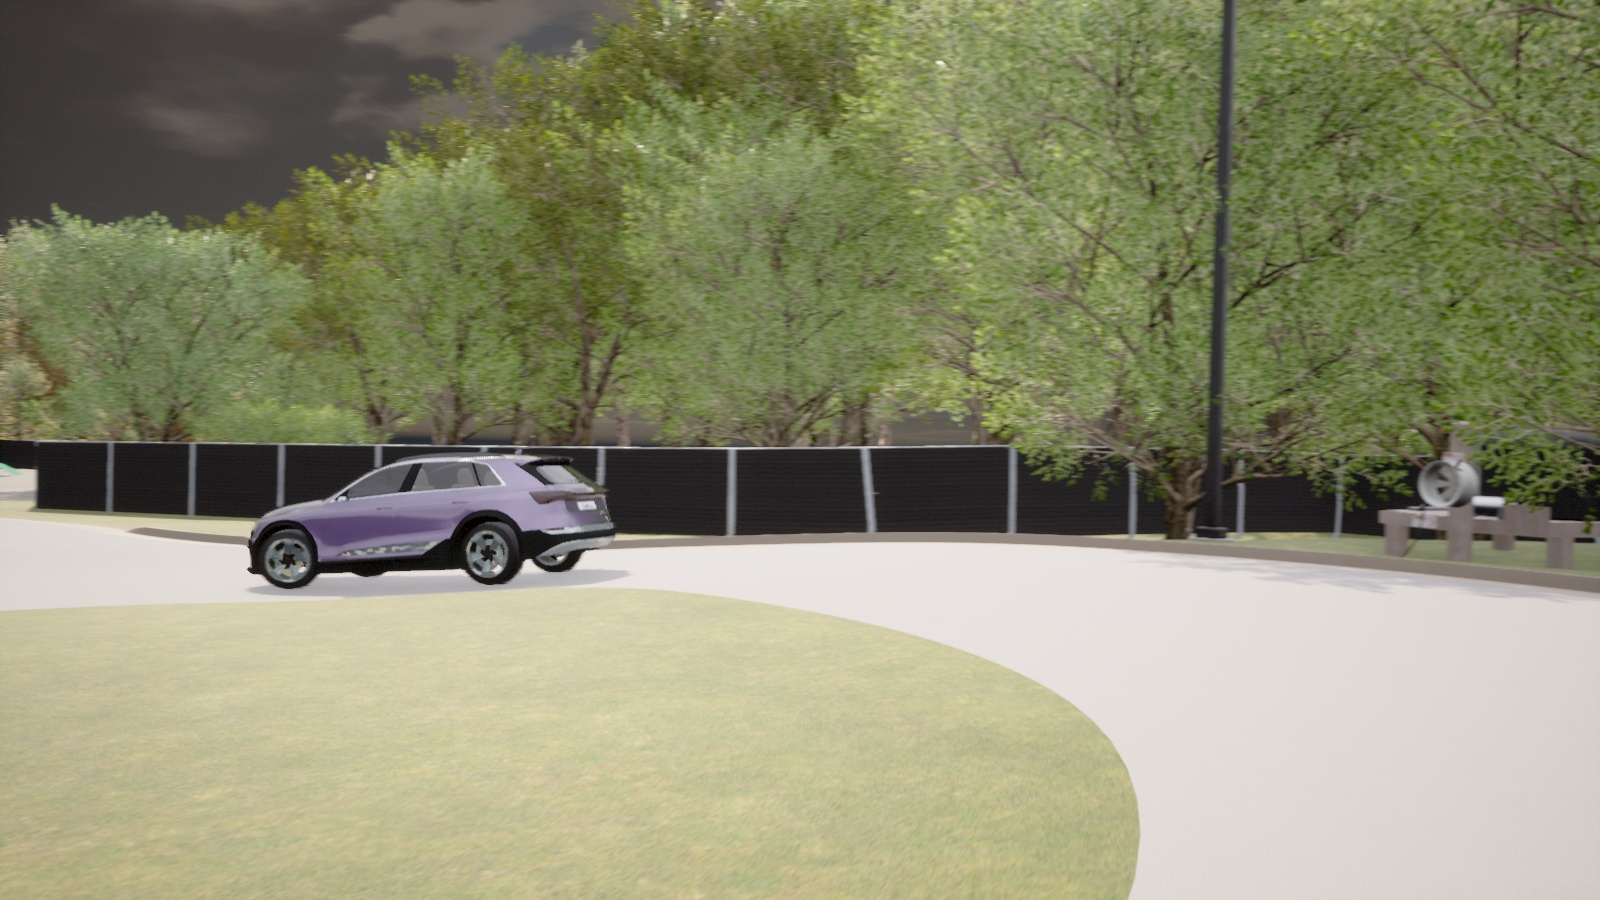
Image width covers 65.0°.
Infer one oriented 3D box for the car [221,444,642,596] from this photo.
[{"bbox_3d":[-4.738,0.903,16.284,4.856,1.649,2.033,-3,-1,17],"label":"car"}]
